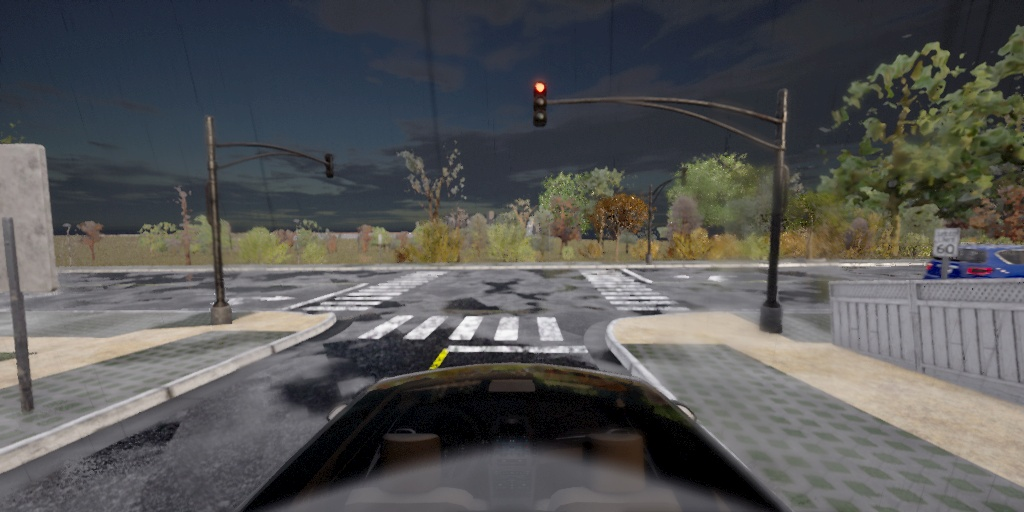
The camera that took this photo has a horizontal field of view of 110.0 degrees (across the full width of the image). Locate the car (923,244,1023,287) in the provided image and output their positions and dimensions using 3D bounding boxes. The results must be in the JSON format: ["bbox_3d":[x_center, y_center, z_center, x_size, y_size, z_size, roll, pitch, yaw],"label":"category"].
[{"bbox_3d":[18.673,0.599,13.008,5.566,2.045,2.150,-1,4,4],"label":"car"}]
